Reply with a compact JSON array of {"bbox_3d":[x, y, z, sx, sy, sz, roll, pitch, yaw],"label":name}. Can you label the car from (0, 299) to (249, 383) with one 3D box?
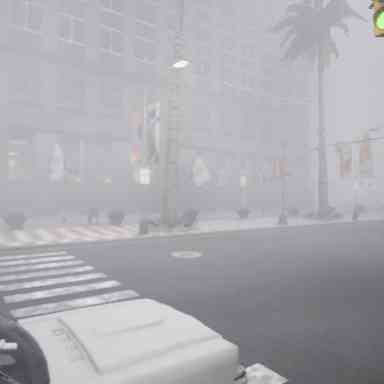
[{"bbox_3d":[-1.818,1.596,2.550,4.718,1.301,1.895,1,0,-35],"label":"car"}]
